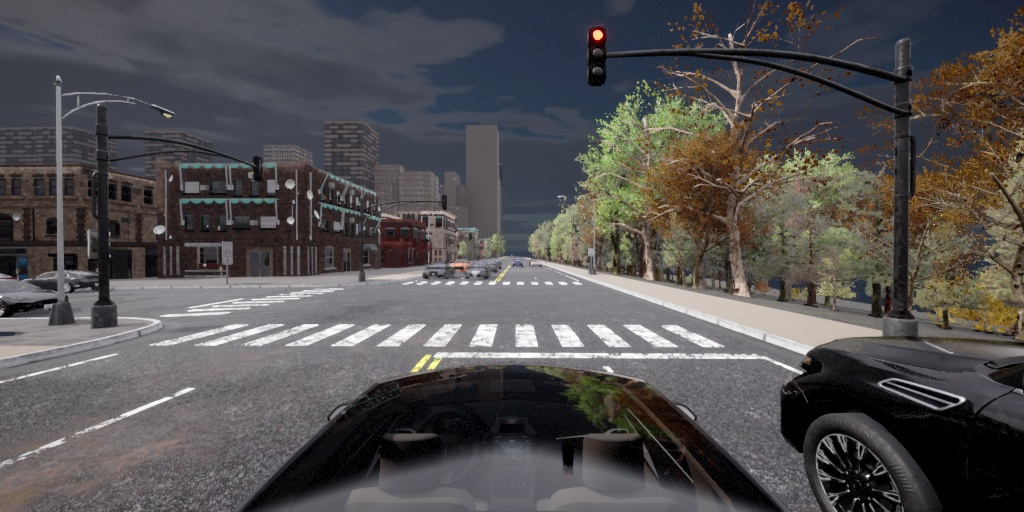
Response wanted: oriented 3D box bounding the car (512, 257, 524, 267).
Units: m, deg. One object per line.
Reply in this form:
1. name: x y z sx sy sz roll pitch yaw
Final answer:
1. car: 1.010 1.252 63.772 1.812 1.442 4.674 0 0 1

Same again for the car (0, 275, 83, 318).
1. car: -19.765 1.565 13.688 4.313 1.339 1.948 0 0 1

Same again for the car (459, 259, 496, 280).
1. car: -2.877 1.234 31.105 2.128 1.511 4.902 0 0 1

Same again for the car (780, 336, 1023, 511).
1. car: 3.322 0.972 0.647 2.150 2.045 5.566 0 0 1

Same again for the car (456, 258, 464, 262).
1. car: -5.935 1.088 42.340 2.097 1.767 4.553 0 0 1

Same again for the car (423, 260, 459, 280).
1. car: -6.239 1.306 31.096 1.994 1.385 4.181 0 0 4

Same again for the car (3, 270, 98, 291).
1. car: -27.956 1.560 22.337 4.403 1.370 2.007 0 0 1

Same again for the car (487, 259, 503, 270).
1. car: -2.497 1.223 53.484 2.128 1.511 4.902 0 0 1

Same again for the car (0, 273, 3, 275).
1. car: -33.491 1.654 22.436 4.207 1.307 1.802 0 0 1

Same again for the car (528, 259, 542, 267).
1. car: 4.370 1.327 64.102 1.895 1.301 4.718 0 0 1

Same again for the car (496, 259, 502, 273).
1. car: -2.670 1.228 43.109 2.128 1.511 4.902 0 0 1
